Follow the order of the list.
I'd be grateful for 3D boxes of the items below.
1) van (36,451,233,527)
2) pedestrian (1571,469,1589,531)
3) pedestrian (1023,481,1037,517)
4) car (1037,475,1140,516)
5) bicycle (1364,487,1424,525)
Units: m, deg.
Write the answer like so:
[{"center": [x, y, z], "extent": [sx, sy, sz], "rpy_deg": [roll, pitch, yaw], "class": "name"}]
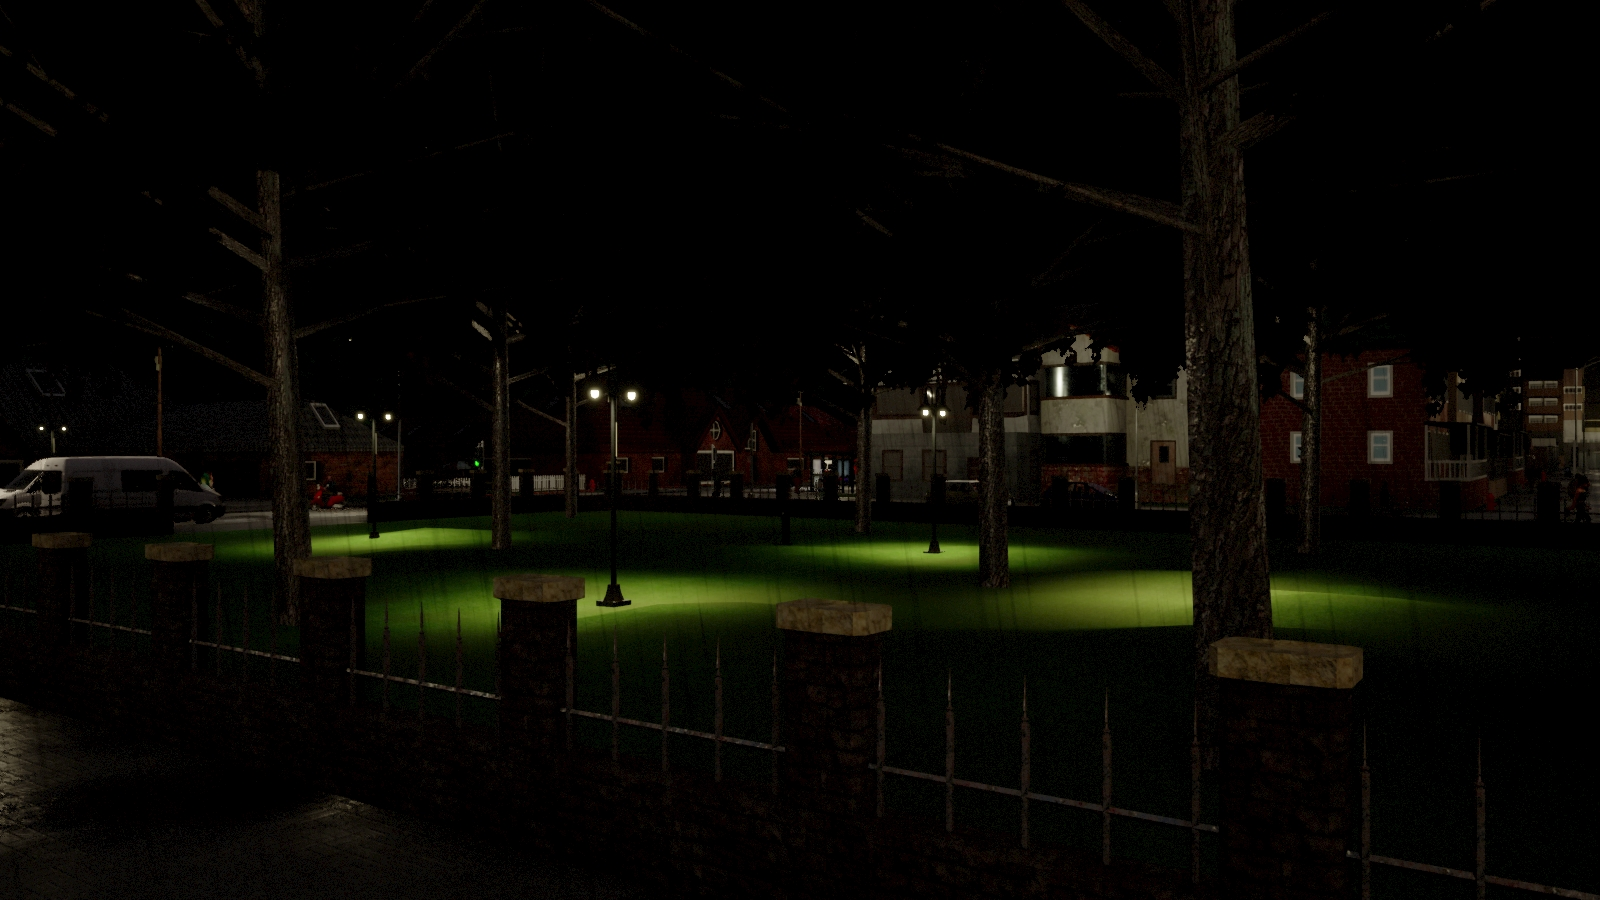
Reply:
[{"center": [-24.161, 1.315, 41.736], "extent": [1.988, 2.561, 5.915], "rpy_deg": [0, 0, 36], "class": "van"}, {"center": [23.808, 1.525, 34.873], "extent": [0.375, 1.860, 0.375], "rpy_deg": [0, 0, -41], "class": "pedestrian"}, {"center": [8.513, 1.804, 42.269], "extent": [0.375, 1.300, 0.375], "rpy_deg": [0, 0, 34], "class": "pedestrian"}, {"center": [11.752, 1.818, 46.570], "extent": [3.633, 1.501, 1.845], "rpy_deg": [0, 0, 35], "class": "car"}, {"center": [20.878, 1.940, 40.156], "extent": [1.835, 1.271, 0.329], "rpy_deg": [0, 0, 35], "class": "bicycle"}]
